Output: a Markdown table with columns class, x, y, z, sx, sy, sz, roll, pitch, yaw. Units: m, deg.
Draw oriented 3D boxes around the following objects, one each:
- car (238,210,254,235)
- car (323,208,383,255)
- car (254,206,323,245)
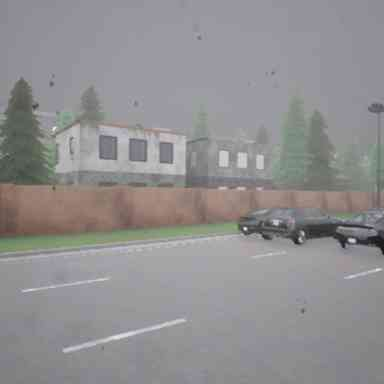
| class | x | y | z | sx | sy | sz | roll | pitch | yaw |
| --- | --- | --- | --- | --- | --- | --- | --- | --- | --- |
| car | 4.704 | 1.641 | 18.425 | 4.892 | 1.490 | 1.837 | 0 | 0 | -35 |
| car | 7.969 | 1.626 | 13.852 | 4.902 | 1.511 | 2.128 | 1 | 0 | -35 |
| car | 5.569 | 1.481 | 16.442 | 4.553 | 1.767 | 2.097 | 1 | 0 | -36 |
